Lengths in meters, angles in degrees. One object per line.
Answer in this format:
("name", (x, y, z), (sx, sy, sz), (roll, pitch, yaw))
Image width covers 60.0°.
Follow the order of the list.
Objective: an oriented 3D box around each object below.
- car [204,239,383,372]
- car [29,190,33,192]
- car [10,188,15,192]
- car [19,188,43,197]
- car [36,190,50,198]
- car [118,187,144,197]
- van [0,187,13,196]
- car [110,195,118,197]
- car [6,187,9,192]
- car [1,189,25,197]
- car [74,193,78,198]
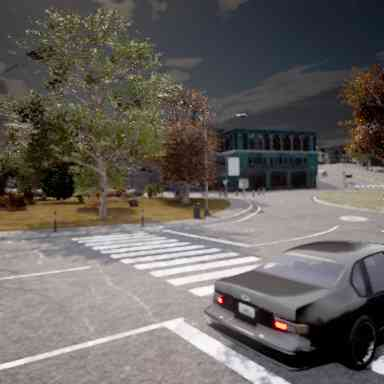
("car", (2.762, 1.555, 5.680), (5.357, 1.411, 2.033), (0, 0, -35))
("car", (-30.665, 0.383, 69.440), (2.231, 1.521, 4.892), (-1, 2, 18))
("car", (-37.704, 0.268, 74.803), (1.946, 1.575, 5.366), (0, 2, 19))
("car", (-35.340, 0.181, 73.096), (2.185, 1.767, 4.553), (0, 2, 18))
("car", (-28.320, 0.156, 67.580), (2.435, 2.045, 5.566), (0, 2, 18))
("car", (-9.284, 0.264, 53.336), (2.231, 1.521, 4.892), (-1, 1, 16))
("van", (-46.897, -0.128, 82.362), (1.878, 1.987, 4.442), (0, 2, 19))
("car", (-11.701, 0.049, 55.052), (2.435, 2.045, 5.566), (-1, 1, 16))
("car", (-39.954, 0.220, 76.846), (2.097, 1.535, 5.008), (0, 2, 19))
("car", (-42.277, 0.178, 78.710), (2.097, 1.535, 5.008), (0, 2, 19))
("car", (-21.230, 0.163, 62.210), (2.435, 2.045, 5.566), (-1, 2, 17))
